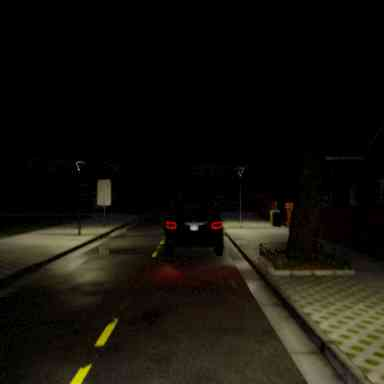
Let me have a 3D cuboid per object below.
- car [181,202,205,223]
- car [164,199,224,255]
[{"bbox_3d":[-0.015,1.656,27.925,1.837,1.490,4.892,0,0,-2],"label":"car"},{"bbox_3d":[0.085,1.302,13.857,2.150,2.045,5.566,0,0,0],"label":"car"}]
